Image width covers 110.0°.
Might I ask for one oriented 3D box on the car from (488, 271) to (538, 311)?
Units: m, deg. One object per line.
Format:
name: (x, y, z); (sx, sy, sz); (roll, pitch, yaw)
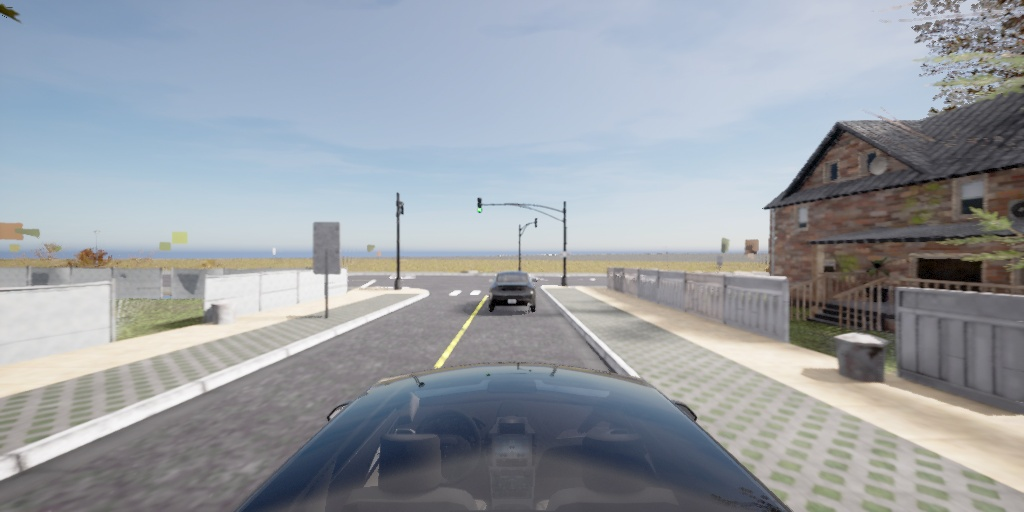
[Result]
car: (0.030, 1.390, 15.334); (1.837, 1.490, 4.892); (0, 0, 1)

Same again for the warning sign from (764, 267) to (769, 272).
warning sign: (22.965, 1.673, 31.822); (1.060, 1.860, 1.300); (0, 0, -15)
